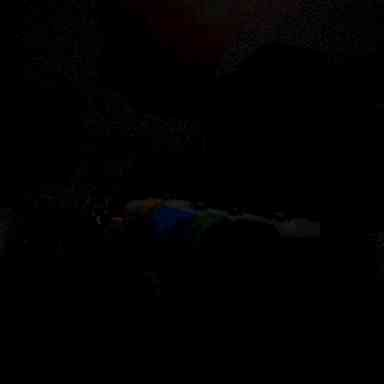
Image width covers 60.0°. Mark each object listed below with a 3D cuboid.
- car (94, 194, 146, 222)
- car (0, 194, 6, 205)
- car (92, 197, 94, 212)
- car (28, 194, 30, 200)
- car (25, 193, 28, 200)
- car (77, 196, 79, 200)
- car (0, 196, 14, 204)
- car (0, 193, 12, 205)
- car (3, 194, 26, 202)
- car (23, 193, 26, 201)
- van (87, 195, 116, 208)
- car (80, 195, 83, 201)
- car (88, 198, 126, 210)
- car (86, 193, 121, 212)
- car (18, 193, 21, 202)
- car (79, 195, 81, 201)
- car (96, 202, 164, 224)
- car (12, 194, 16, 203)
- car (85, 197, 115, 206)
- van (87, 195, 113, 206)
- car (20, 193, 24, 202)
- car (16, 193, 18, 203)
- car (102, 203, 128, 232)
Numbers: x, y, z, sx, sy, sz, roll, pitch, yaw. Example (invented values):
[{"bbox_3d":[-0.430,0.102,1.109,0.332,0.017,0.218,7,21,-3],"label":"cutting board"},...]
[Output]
[{"bbox_3d":[-3.025,1.420,21.464,5.566,2.045,2.435,3,-2,-39],"label":"car"},{"bbox_3d":[-33.140,1.452,53.296,4.792,1.488,2.163,1,-1,-39],"label":"car"},{"bbox_3d":[-6.951,1.620,32.850,4.553,1.767,2.185,3,-2,-39],"label":"car"},{"bbox_3d":[-44.586,1.578,83.752,5.366,1.575,1.946,1,0,-42],"label":"car"},{"bbox_3d":[-42.260,1.557,78.374,5.008,1.535,2.097,1,0,-41],"label":"car"},{"bbox_3d":[-27.088,1.786,89.620,5.566,2.045,2.435,3,-1,-42],"label":"car"},{"bbox_3d":[-36.087,1.471,61.697,4.892,1.521,2.231,1,0,-39],"label":"car"},{"bbox_3d":[-34.148,1.187,56.069,5.566,2.045,2.435,1,0,-39],"label":"car"},{"bbox_3d":[-43.375,1.445,81.112,4.553,1.767,2.185,1,-1,-41],"label":"car"},{"bbox_3d":[-41.179,1.574,75.634,4.792,1.488,2.163,1,-1,-41],"label":"car"},{"bbox_3d":[-15.782,1.659,58.382,4.442,1.987,1.878,3,-1,-39],"label":"van"},{"bbox_3d":[-23.809,2.003,81.188,5.008,1.535,2.097,3,-2,-41],"label":"car"},{"bbox_3d":[-12.770,1.841,49.926,5.008,1.535,2.097,3,-1,-39],"label":"car"},{"bbox_3d":[-7.906,1.510,35.691,5.566,2.045,2.435,3,-1,-39],"label":"car"},{"bbox_3d":[-38.086,1.501,67.284,5.008,1.535,2.097,1,0,-40],"label":"car"},{"bbox_3d":[-25.964,2.028,86.829,5.008,1.535,2.097,3,-1,-42],"label":"car"},{"bbox_3d":[-4.987,1.714,27.161,5.008,1.535,2.097,3,-1,-39],"label":"car"},{"bbox_3d":[-34.968,1.454,59.015,5.366,1.575,1.946,1,-1,-39],"label":"car"},{"bbox_3d":[-18.520,1.939,67.117,5.366,1.575,1.946,3,-2,-39],"label":"car"},{"bbox_3d":[-17.749,1.690,64.076,4.442,1.987,1.878,3,-1,-39],"label":"van"},{"bbox_3d":[-40.172,1.559,72.814,4.792,1.488,2.163,1,0,-40],"label":"car"},{"bbox_3d":[-37.062,1.360,64.511,4.553,1.767,2.185,1,0,-40],"label":"car"},{"bbox_3d":[-1.936,1.643,18.691,5.366,1.575,1.946,3,-2,-39],"label":"car"}]
